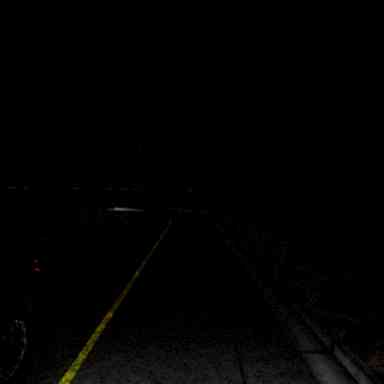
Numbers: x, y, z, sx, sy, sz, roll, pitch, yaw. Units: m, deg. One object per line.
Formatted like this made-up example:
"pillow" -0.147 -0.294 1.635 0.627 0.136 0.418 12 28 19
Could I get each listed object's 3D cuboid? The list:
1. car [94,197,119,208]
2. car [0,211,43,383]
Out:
"car" -11.968 1.419 46.248 2.128 1.511 4.902 0 1 -40
"car" -3.103 1.223 2.289 2.150 2.045 5.566 0 0 0
